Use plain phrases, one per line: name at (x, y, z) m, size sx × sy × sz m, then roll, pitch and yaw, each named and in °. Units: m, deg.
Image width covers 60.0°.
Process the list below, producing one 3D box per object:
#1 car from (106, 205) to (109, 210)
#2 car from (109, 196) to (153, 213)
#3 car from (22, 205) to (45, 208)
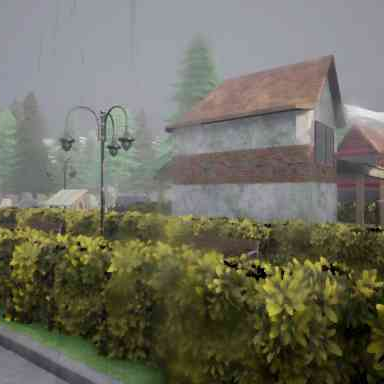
car at (-7.458, 1.640, 37.766) m, size 1.882 × 1.535 × 5.008 m, roll 0°, pitch 0°, yaw 37°
car at (-5.444, 1.384, 34.342) m, size 2.150 × 2.045 × 5.566 m, roll 0°, pitch 0°, yaw 36°
car at (-14.073, 1.763, 28.636) m, size 1.895 × 1.301 × 4.718 m, roll 0°, pitch 0°, yaw 36°
